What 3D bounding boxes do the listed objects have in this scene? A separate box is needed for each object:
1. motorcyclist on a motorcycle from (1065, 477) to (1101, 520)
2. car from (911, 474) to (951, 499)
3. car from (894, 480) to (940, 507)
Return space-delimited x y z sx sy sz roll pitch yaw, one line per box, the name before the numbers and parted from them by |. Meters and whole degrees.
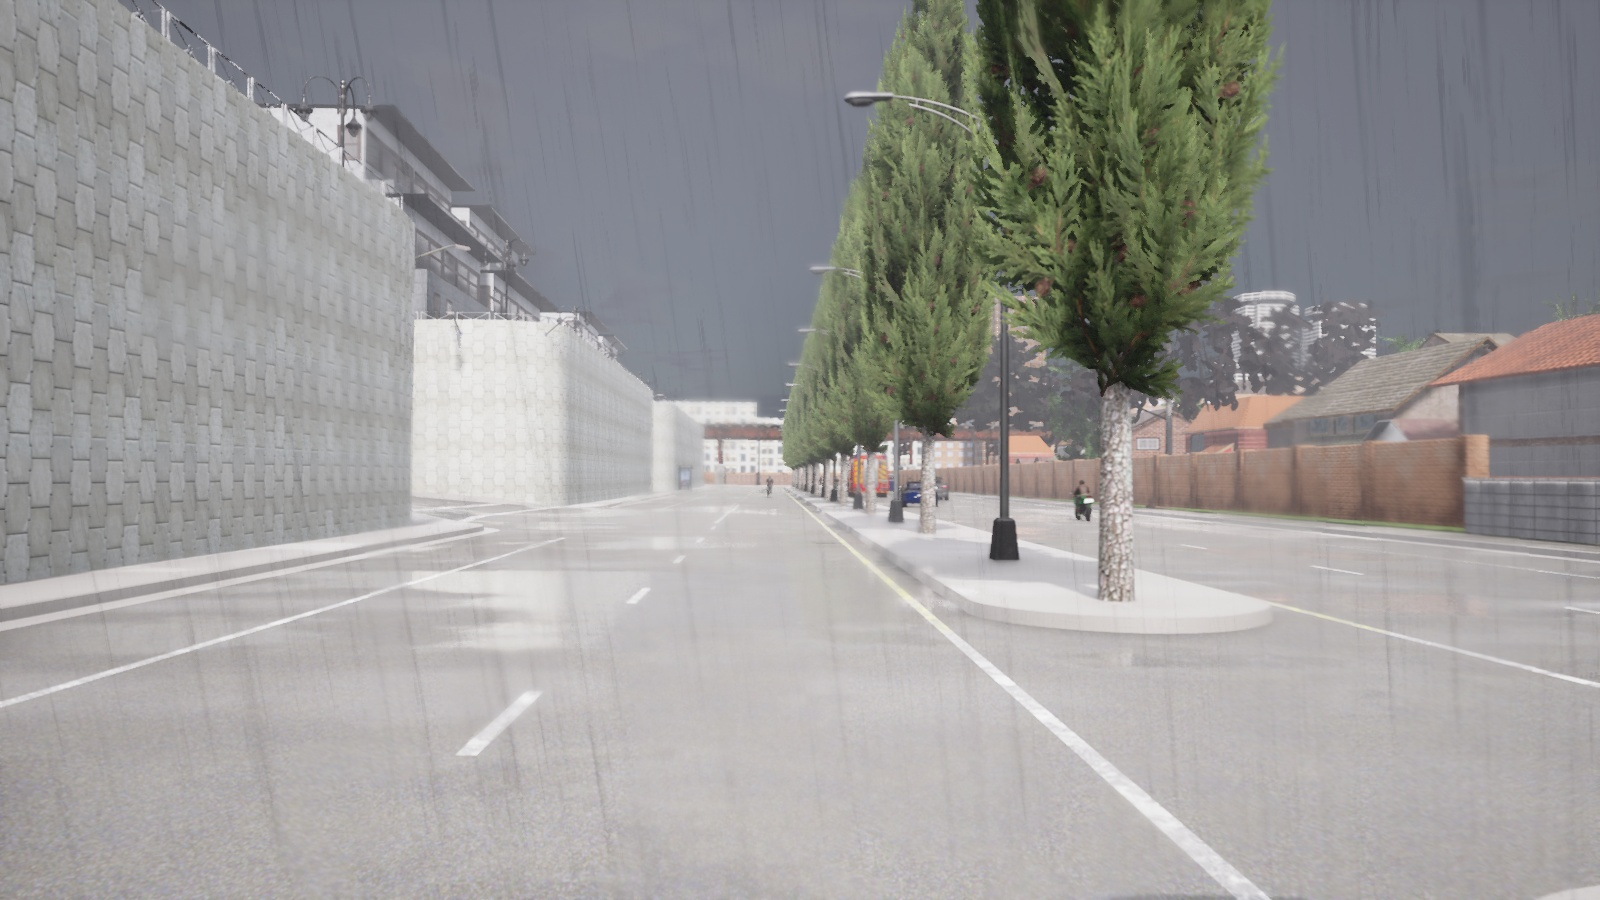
motorcyclist on a motorcycle | 10.419 1.776 46.295 0.797 1.523 2.044 0 -1 -1
car | 9.331 2.596 89.901 2.242 1.667 4.611 0 -1 -1
car | 6.359 2.364 68.706 1.994 1.385 4.181 0 -1 -1
